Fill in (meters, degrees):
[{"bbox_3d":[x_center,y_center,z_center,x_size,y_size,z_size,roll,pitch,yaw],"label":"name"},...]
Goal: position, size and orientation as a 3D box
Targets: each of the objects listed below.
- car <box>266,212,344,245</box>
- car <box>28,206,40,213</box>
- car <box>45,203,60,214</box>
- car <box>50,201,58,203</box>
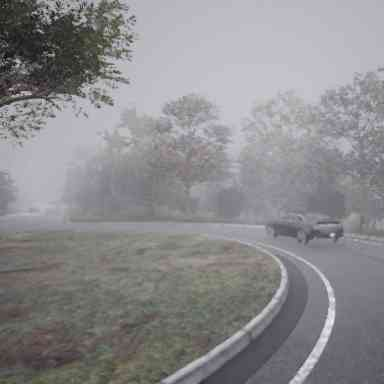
[{"bbox_3d":[5.620,1.769,17.226,2.128,1.511,4.902,0,-1,-16],"label":"car"},{"bbox_3d":[-31.729,3.518,66.921,1.895,1.301,4.718,0,-1,-21],"label":"car"},{"bbox_3d":[-25.743,3.201,60.961,1.882,1.535,5.008,0,-1,-21],"label":"car"},{"bbox_3d":[-31.344,3.170,75.807,2.150,2.045,5.566,0,-1,-21],"label":"car"}]
